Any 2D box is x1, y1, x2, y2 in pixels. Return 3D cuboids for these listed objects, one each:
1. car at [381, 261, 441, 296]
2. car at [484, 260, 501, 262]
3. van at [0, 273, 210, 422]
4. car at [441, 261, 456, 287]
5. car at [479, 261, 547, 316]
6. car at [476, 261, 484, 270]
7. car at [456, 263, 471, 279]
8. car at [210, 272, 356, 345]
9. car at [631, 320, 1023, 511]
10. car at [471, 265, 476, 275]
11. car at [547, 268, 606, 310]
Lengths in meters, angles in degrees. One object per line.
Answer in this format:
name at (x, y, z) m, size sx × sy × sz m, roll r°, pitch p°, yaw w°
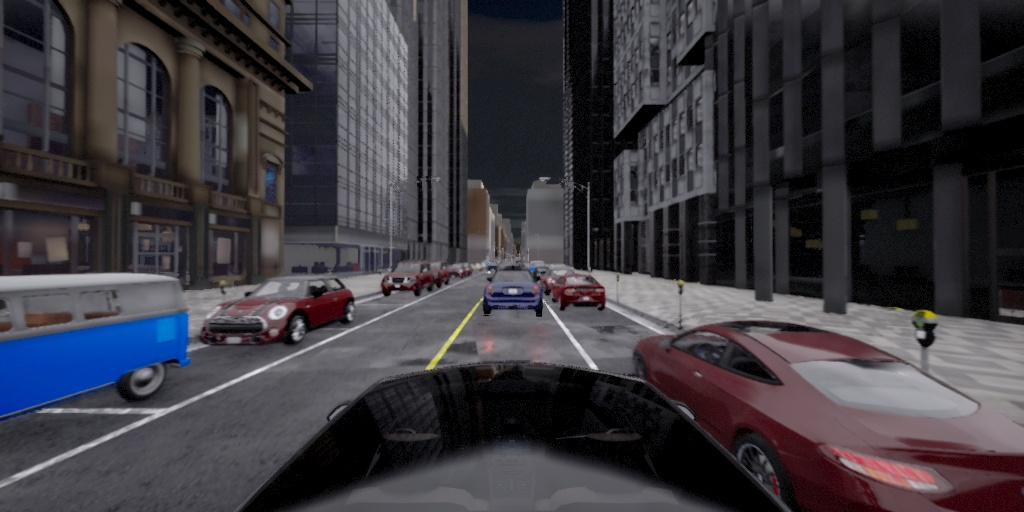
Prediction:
car at (-5.850, 1.240, 20.813) m, size 2.192 × 1.841 × 5.009 m, roll 0°, pitch 0°, yaw 0°
car at (-3.031, 1.868, 58.628) m, size 2.033 × 1.411 × 5.357 m, roll 0°, pitch -1°, yaw 1°
van at (-5.858, 1.111, 3.894) m, size 1.690 × 1.789 × 3.998 m, roll 0°, pitch 0°, yaw 0°
car at (-5.848, 1.293, 26.451) m, size 2.192 × 1.841 × 5.009 m, roll 0°, pitch 0°, yaw 0°
car at (0.051, 1.215, 14.141) m, size 2.097 × 1.767 × 4.553 m, roll 0°, pitch -1°, yaw 1°
car at (-5.837, 1.865, 60.079) m, size 1.751 × 1.417 × 4.829 m, roll 0°, pitch 0°, yaw 1°
car at (-5.843, 1.528, 37.730) m, size 1.967 × 1.591 × 4.097 m, roll 0°, pitch 0°, yaw 0°
car at (-5.855, 1.262, 9.534) m, size 1.967 × 1.591 × 4.097 m, roll 0°, pitch 0°, yaw 0°
car at (2.668, 1.352, 3.878) m, size 1.802 × 1.307 × 4.207 m, roll 0°, pitch 0°, yaw 0°
car at (-5.840, 1.588, 43.368) m, size 1.967 × 1.591 × 4.097 m, roll 0°, pitch 0°, yaw 0°
car at (2.673, 1.418, 15.156) m, size 1.888 × 1.381 × 4.507 m, roll 0°, pitch 0°, yaw 0°
